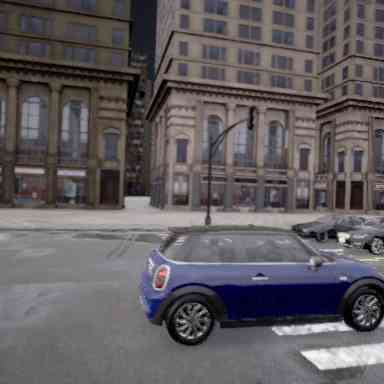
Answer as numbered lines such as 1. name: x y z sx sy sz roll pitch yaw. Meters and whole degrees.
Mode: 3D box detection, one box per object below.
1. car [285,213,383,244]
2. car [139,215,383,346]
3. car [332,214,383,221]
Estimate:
1. car: 7.978 1.927 17.955 5.357 1.411 2.033 2 -1 -13
2. car: 1.348 1.418 6.234 4.553 1.767 2.097 2 -1 -13
3. car: 8.814 1.869 14.814 4.902 1.511 2.128 2 -1 -13
